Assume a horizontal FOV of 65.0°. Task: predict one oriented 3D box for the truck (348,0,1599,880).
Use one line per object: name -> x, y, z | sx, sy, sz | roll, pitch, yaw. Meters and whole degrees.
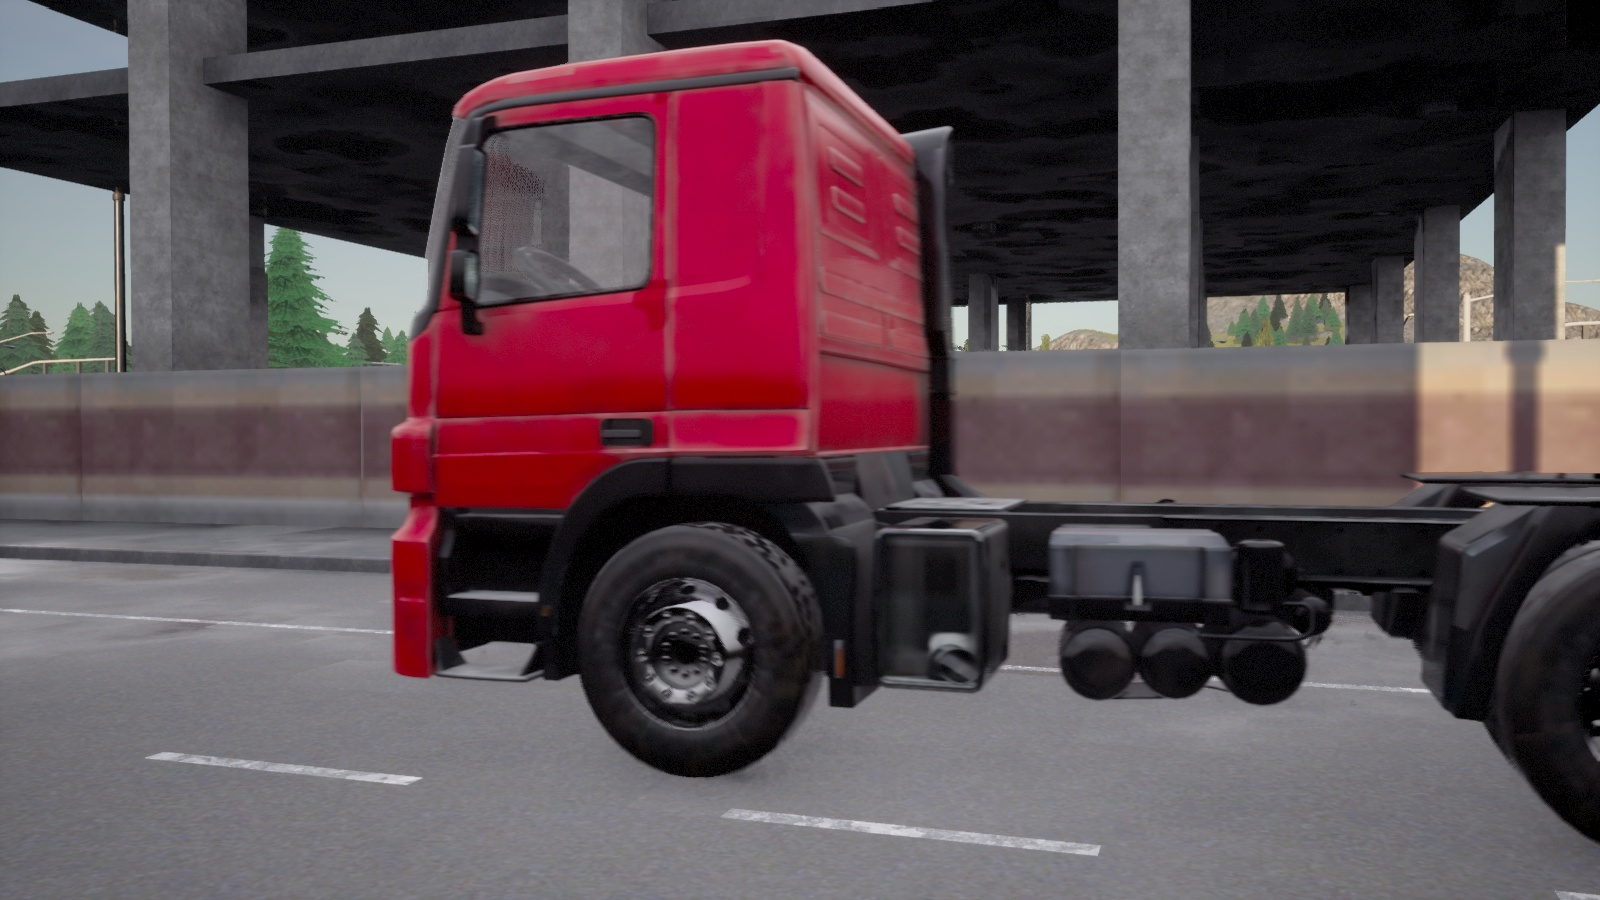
truck -> 2.038, -0.247, 6.185 | 7.936, 3.462, 2.891 | 1, 1, 19
